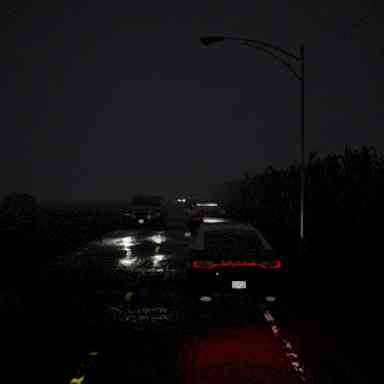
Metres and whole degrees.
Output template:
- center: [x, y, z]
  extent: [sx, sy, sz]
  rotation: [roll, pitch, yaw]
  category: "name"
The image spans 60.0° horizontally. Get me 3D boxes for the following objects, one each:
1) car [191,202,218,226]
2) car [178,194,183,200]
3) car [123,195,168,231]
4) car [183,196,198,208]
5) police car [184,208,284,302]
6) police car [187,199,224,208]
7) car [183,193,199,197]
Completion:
- center: [0.840, 1.504, 24.319]
  extent: [1.812, 1.442, 4.674]
  rotation: [0, 0, 0]
  category: "car"
- center: [-2.691, 1.283, 87.082]
  extent: [2.128, 1.511, 4.902]
  rotation: [0, 0, 0]
  category: "car"
- center: [-2.737, 1.205, 20.673]
  extent: [2.150, 2.045, 5.566]
  rotation: [0, 0, 0]
  category: "car"
- center: [0.076, 1.541, 46.062]
  extent: [1.895, 1.301, 4.718]
  rotation: [0, 0, 1]
  category: "car"
- center: [0.829, 1.422, 8.429]
  extent: [1.930, 1.638, 5.238]
  rotation: [0, 0, 0]
  category: "police car"
- center: [0.836, 1.412, 18.429]
  extent: [1.930, 1.638, 5.238]
  rotation: [0, 0, 0]
  category: "police car"
- center: [0.040, 1.123, 60.027]
  extent: [2.150, 2.045, 5.566]
  rotation: [0, 0, 0]
  category: "car"
